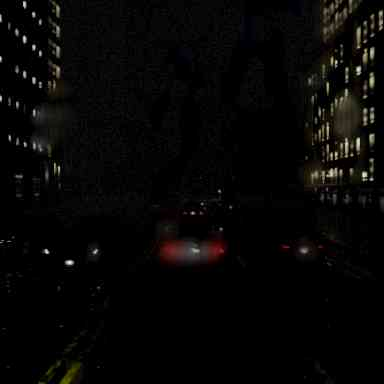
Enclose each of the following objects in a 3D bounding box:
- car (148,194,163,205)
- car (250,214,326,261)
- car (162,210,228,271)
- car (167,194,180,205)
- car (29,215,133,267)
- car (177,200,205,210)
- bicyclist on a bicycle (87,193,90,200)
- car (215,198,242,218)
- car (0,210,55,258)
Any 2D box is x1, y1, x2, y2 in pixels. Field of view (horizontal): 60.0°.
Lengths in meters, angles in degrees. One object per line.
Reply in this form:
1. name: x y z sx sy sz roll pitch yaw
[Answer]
1. car: -6.507 1.295 59.683 2.150 2.045 5.566 0 0 0
2. car: 3.336 1.533 12.183 1.812 1.442 4.674 0 0 0
3. car: 0.082 1.554 10.890 2.033 1.411 5.357 0 0 0
4. car: -3.257 1.312 59.683 2.150 2.045 5.566 0 0 0
5. car: -3.352 1.554 11.759 2.033 1.411 5.357 0 0 0
6. car: 0.083 1.557 26.302 2.033 1.411 5.357 0 0 0
7. bicyclist on a bicycle: -24.715 1.093 79.434 0.582 1.620 1.656 0 1 1
8. car: 3.339 1.361 30.873 2.097 1.767 4.553 0 0 0
9. car: -6.604 1.512 12.866 1.837 1.490 4.892 0 0 0
